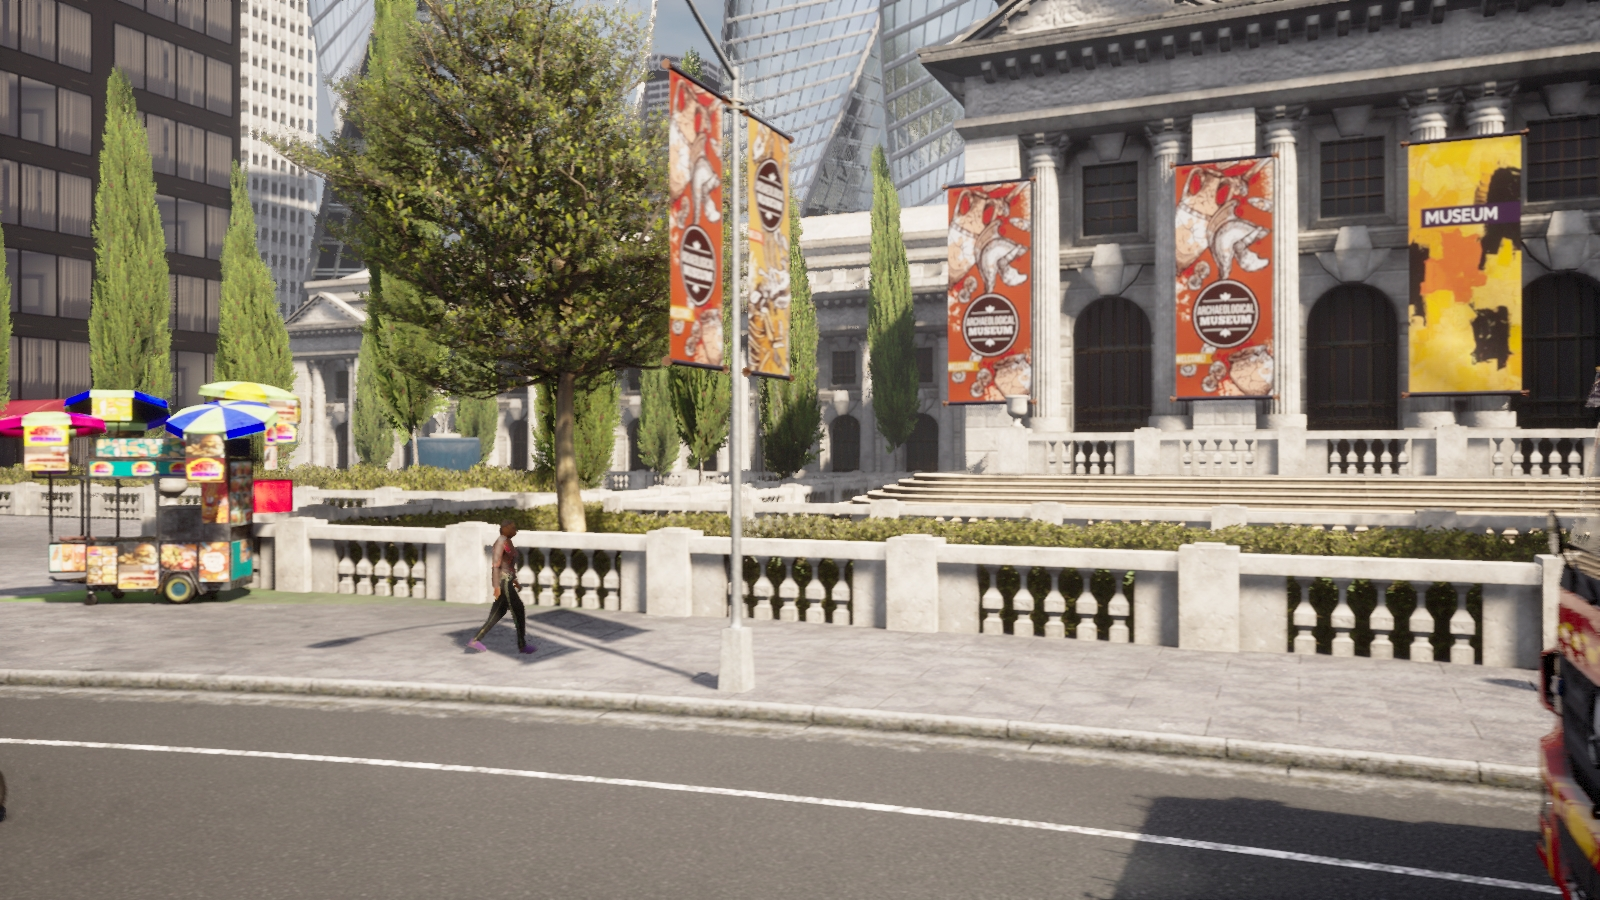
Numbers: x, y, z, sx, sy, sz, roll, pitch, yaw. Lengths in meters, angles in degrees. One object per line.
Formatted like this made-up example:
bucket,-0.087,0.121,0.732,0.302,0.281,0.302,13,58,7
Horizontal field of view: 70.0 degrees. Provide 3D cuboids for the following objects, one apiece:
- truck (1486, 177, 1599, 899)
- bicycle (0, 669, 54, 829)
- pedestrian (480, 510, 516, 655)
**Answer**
truck,7.458,0.877,3.903,8.468,3.827,2.891,0,0,24
bicycle,-6.680,2.284,8.699,1.487,1.080,0.859,0,0,11
pedestrian,-3.944,1.722,14.947,0.375,1.860,0.375,0,0,-1
